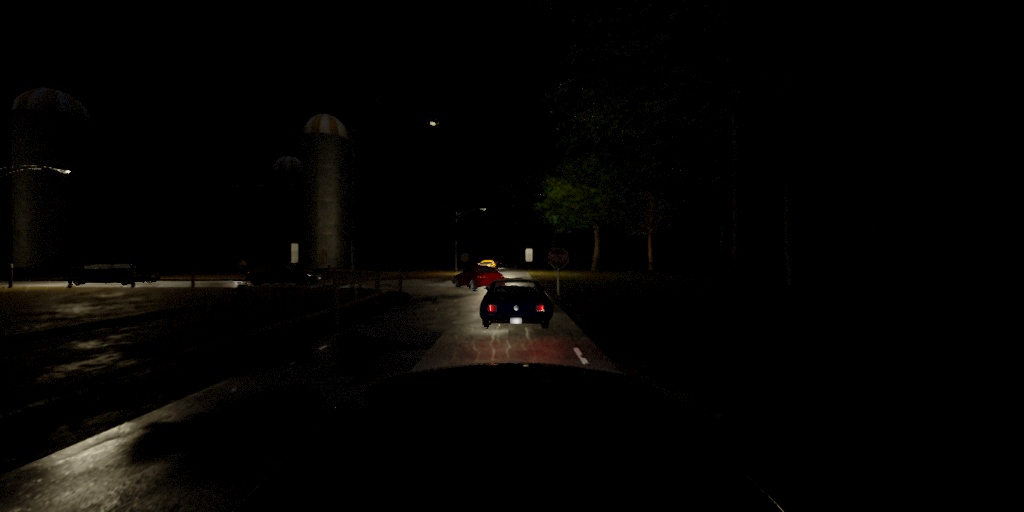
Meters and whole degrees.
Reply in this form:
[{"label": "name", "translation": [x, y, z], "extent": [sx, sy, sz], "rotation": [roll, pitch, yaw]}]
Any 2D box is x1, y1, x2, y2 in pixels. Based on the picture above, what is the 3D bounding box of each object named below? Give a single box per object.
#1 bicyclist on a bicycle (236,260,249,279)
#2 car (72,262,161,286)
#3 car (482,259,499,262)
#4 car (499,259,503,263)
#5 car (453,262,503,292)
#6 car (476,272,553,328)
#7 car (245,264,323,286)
[{"label": "bicyclist on a bicycle", "translation": [-22.739, 1.136, 30.358], "extent": [0.582, 1.620, 1.656], "rotation": [0, 0, 0]}, {"label": "car", "translation": [-26.877, 1.165, 24.350], "extent": [5.008, 1.535, 1.882], "rotation": [0, 0, -1]}, {"label": "car", "translation": [-2.843, 1.261, 41.951], "extent": [1.882, 1.535, 5.008], "rotation": [0, 0, 0]}, {"label": "car", "translation": [-2.828, 1.323, 52.677], "extent": [2.128, 1.511, 4.902], "rotation": [0, 0, 0]}, {"label": "car", "translation": [-2.036, 1.275, 21.683], "extent": [1.812, 1.442, 4.674], "rotation": [0, 0, -27]}, {"label": "car", "translation": [0.087, 1.351, 11.285], "extent": [1.895, 1.301, 4.718], "rotation": [0, 0, -1]}, {"label": "car", "translation": [-15.499, 1.241, 24.480], "extent": [4.674, 1.442, 1.812], "rotation": [0, 0, -2]}]
